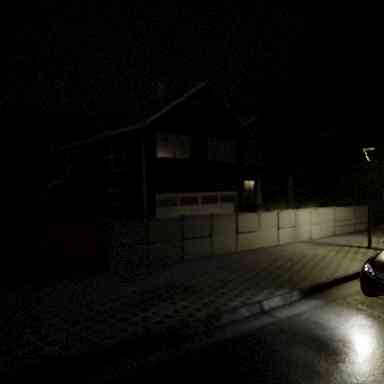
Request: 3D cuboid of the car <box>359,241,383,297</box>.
[{"bbox_3d":[5.583,1.514,7.481,4.674,1.442,1.812,0,0,-39],"label":"car"}]
